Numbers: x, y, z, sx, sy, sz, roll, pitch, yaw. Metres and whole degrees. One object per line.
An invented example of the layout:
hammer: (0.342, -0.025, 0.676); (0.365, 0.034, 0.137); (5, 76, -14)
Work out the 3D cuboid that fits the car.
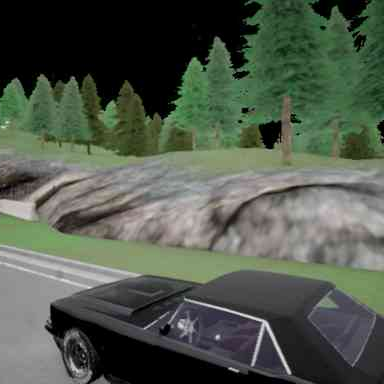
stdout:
car: (0.434, 1.594, 3.687); (4.718, 1.301, 1.895); (0, 0, 36)
